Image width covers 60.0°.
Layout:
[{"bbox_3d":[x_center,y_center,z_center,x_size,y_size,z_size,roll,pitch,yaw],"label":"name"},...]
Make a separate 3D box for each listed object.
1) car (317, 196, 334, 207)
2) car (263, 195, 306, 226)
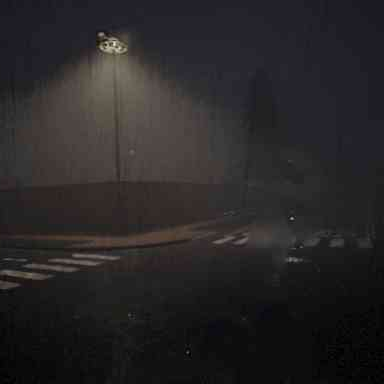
[{"bbox_3d":[18.928,1.348,47.049,1.837,1.490,4.892,-4,-1,29],"label":"car"},{"bbox_3d":[6.777,1.278,23.988,2.150,2.045,5.566,-3,-1,27],"label":"car"}]
